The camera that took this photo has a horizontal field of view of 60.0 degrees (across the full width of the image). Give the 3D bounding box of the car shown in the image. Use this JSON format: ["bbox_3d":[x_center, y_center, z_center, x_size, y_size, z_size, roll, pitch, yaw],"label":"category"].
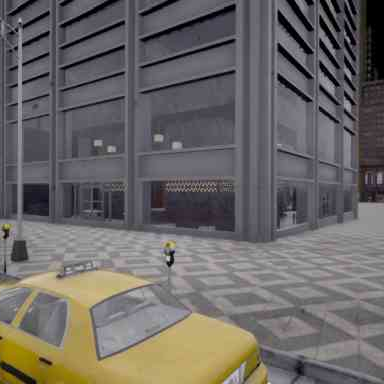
[{"bbox_3d":[-1.558,1.525,4.063,4.829,1.417,1.752,0,0,35],"label":"car"}]
